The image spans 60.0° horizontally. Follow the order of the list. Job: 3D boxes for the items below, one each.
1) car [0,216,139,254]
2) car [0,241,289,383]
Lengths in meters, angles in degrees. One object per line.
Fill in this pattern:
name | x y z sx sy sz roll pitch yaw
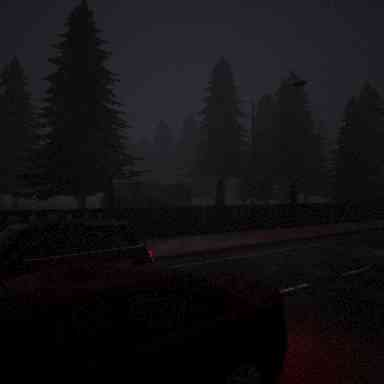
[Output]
car | -2.956 1.352 6.195 4.553 1.767 2.097 0 0 -36
car | -1.222 1.477 3.070 5.008 1.535 1.882 0 0 -36
